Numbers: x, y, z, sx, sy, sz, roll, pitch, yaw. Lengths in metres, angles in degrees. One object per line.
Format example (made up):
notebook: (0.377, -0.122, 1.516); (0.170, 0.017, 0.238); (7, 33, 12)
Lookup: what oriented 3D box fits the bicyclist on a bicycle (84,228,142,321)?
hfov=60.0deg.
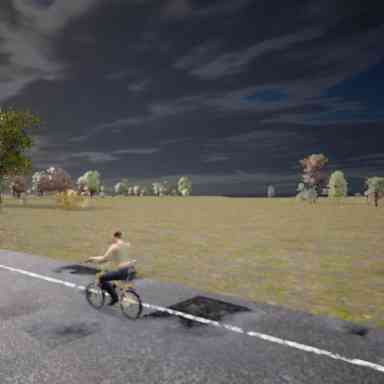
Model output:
bicyclist on a bicycle: (-1.468, 1.455, 6.128); (1.509, 1.612, 0.866); (0, 0, 35)
